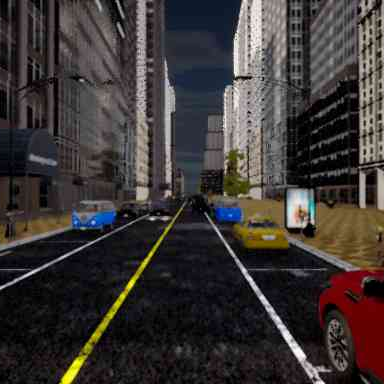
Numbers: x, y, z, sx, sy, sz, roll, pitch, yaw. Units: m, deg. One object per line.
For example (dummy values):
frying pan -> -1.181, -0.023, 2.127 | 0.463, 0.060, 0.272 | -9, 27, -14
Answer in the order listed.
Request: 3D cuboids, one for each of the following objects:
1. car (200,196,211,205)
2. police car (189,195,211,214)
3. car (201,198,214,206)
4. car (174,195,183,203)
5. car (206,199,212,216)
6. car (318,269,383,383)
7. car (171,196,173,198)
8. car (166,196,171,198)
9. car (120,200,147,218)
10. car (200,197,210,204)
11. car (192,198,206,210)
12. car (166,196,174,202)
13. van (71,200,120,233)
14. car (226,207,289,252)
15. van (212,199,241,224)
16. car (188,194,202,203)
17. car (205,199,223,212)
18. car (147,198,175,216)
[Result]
car -> 2.686, 1.617, 64.993 | 1.967, 1.590, 4.097 | 0, 0, 0
police car -> 0.894, 1.523, 36.917 | 1.930, 1.638, 5.238 | 0, 0, 0
car -> 2.687, 1.711, 59.305 | 2.008, 1.369, 4.403 | 0, 0, 0
car -> -3.012, 1.561, 74.154 | 1.837, 1.490, 4.892 | 0, 0, 0
car -> 2.691, 1.632, 30.860 | 2.008, 1.369, 4.403 | 0, 0, 0
car -> 2.698, 1.322, 2.416 | 2.192, 1.841, 5.009 | 0, 0, 0
car -> -5.696, 1.738, 70.703 | 1.887, 1.381, 4.507 | 0, 0, 0
car -> -5.695, 1.728, 65.014 | 2.008, 1.369, 4.403 | 0, 0, 0
car -> -5.689, 1.648, 30.880 | 1.947, 1.339, 4.313 | 0, 0, 0
car -> 2.685, 1.738, 70.682 | 1.887, 1.381, 4.507 | 0, 0, 0
car -> 0.892, 1.631, 46.808 | 1.837, 1.490, 4.892 | 0, 0, 0
car -> -5.698, 1.789, 87.771 | 1.887, 1.381, 4.507 | 0, 0, 0
van -> -5.685, 1.393, 19.501 | 1.690, 1.788, 3.998 | 0, 0, 0
car -> 2.695, 1.562, 13.963 | 1.752, 1.417, 4.829 | 0, 0, 0
van -> 2.694, 1.407, 25.172 | 1.690, 1.788, 3.998 | 0, 0, 0
car -> 0.891, 1.367, 52.838 | 2.150, 2.045, 5.566 | 0, 0, 0
car -> 2.690, 1.663, 42.238 | 2.008, 1.369, 4.403 | 0, 0, 0
car -> -3.103, 1.636, 33.544 | 2.033, 1.411, 5.357 | 0, 0, 0
